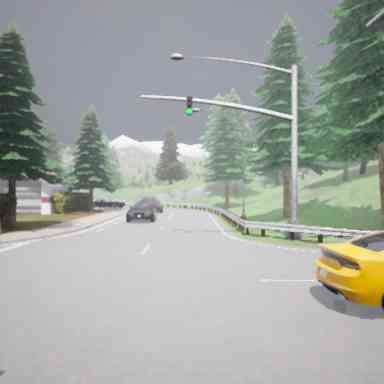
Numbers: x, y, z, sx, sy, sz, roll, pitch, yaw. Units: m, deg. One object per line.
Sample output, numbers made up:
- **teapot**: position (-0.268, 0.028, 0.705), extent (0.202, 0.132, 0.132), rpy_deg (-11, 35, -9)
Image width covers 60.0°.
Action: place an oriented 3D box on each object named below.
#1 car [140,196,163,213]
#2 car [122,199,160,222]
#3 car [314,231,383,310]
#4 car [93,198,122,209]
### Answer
- **car**: position (-4.473, 1.249, 34.938), extent (2.097, 1.767, 4.553), rpy_deg (0, 0, -19)
- **car**: position (-3.735, 1.490, 25.141), extent (1.994, 1.385, 4.181), rpy_deg (0, 0, -2)
- **car**: position (5.102, 1.516, 6.672), extent (5.008, 1.535, 1.882), rpy_deg (1, 0, -1)
- **car**: position (-10.972, 1.481, 42.741), extent (4.718, 1.301, 1.895), rpy_deg (0, 0, 15)
